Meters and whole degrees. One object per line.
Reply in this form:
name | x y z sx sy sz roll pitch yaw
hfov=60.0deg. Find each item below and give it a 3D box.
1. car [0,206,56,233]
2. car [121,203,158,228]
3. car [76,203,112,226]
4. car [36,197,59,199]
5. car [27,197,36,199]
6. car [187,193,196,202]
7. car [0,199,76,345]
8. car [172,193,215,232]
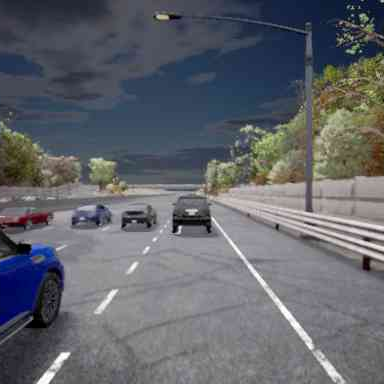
car | -10.410 1.591 20.752 1.895 1.301 4.718 0 0 0
car | -3.414 1.493 22.058 1.837 1.490 4.892 0 0 0
car | -6.917 1.514 23.207 1.812 1.442 4.674 0 0 0
car | -21.091 1.530 50.022 1.812 1.442 4.674 0 0 0
car | -24.573 1.533 51.107 1.812 1.442 4.674 0 0 1
car | -0.050 1.288 78.732 2.150 2.045 5.566 0 0 0
car | -3.402 1.219 3.777 2.150 2.045 5.566 0 0 0
car | -0.012 1.210 20.076 2.150 2.045 5.566 0 0 0
